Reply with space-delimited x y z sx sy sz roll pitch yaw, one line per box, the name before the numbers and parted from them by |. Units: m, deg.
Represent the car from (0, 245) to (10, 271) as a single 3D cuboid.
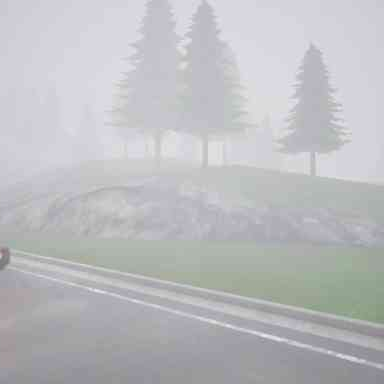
car | -6.955 1.601 8.958 4.718 1.301 1.895 0 0 36
